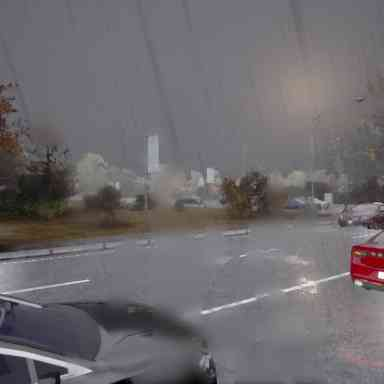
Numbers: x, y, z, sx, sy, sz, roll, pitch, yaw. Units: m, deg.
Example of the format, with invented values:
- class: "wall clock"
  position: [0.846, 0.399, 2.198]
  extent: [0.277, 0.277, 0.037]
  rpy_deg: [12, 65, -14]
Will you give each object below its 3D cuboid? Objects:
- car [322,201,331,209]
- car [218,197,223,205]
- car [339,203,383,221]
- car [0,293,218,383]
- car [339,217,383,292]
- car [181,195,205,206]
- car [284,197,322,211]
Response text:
- class: "car"
  position: [13.918, 1.282, 39.172]
  extent: [1.812, 1.442, 4.674]
  rpy_deg: [-1, 0, -39]
- class: "car"
  position: [6.019, 1.114, 48.994]
  extent: [2.097, 1.767, 4.553]
  rpy_deg: [-1, 0, -39]
- class: "car"
  position: [10.768, 1.401, 20.029]
  extent: [4.674, 1.442, 1.812]
  rpy_deg: [-1, 1, -36]
- class: "car"
  position: [-1.990, 1.492, 2.310]
  extent: [4.902, 1.511, 2.128]
  rpy_deg: [0, 0, -35]
- class: "car"
  position: [5.726, 1.445, 7.825]
  extent: [5.008, 1.535, 1.882]
  rpy_deg: [0, 0, -35]
- class: "car"
  position: [0.065, 1.300, 50.833]
  extent: [1.837, 1.490, 4.892]
  rpy_deg: [-1, 0, -39]
- class: "car"
  position: [11.133, 1.333, 37.019]
  extent: [2.033, 1.411, 5.357]
  rpy_deg: [-1, 0, -39]
